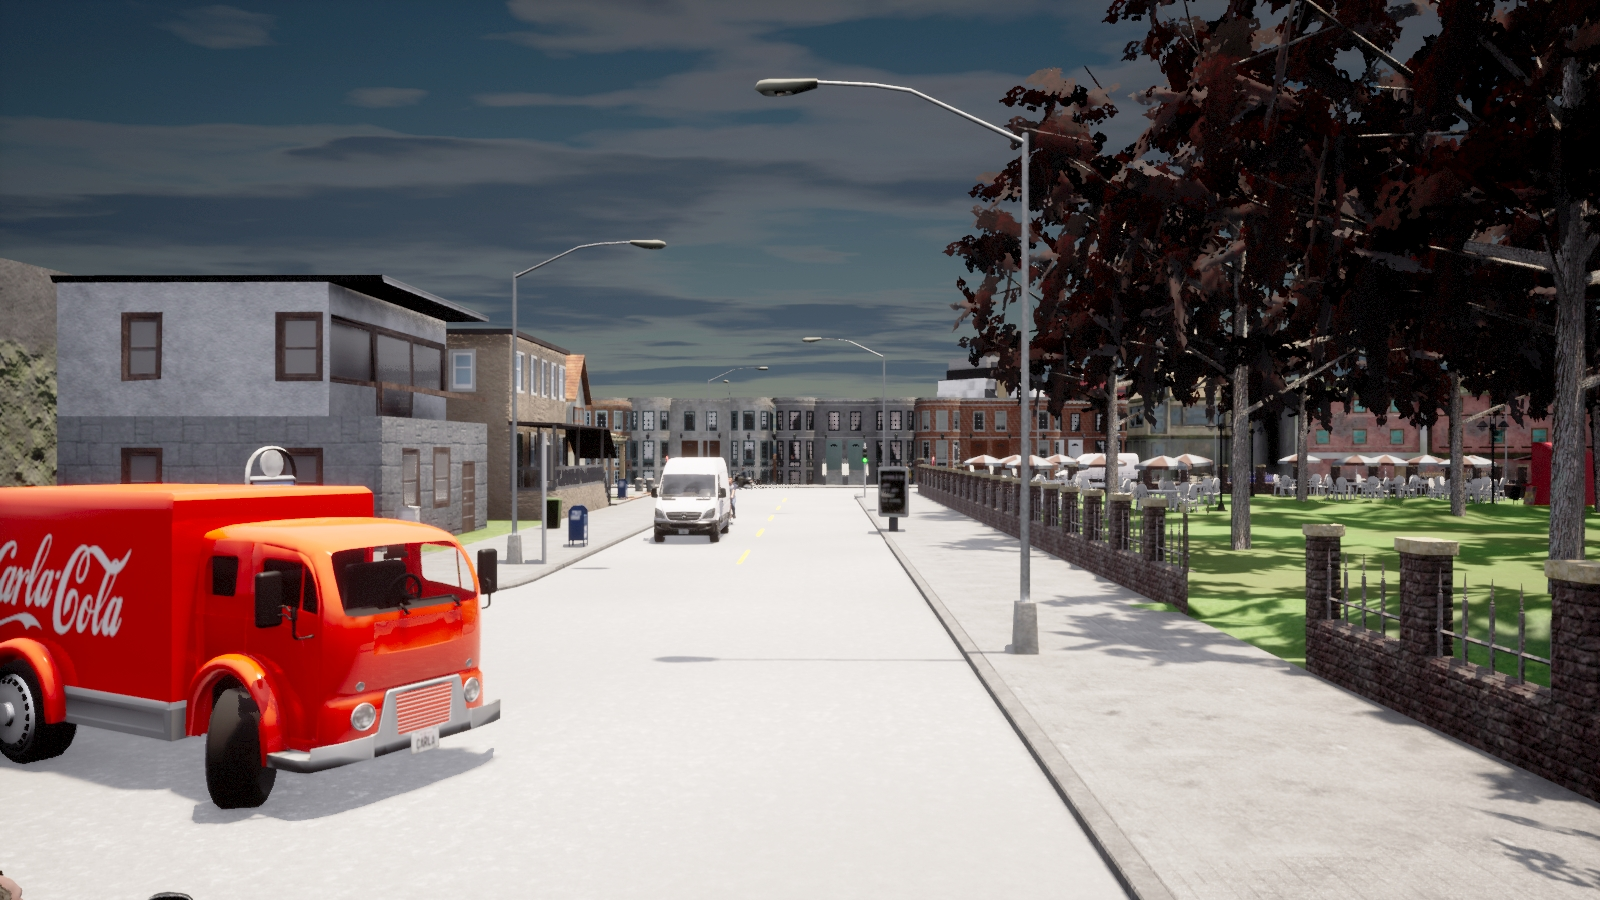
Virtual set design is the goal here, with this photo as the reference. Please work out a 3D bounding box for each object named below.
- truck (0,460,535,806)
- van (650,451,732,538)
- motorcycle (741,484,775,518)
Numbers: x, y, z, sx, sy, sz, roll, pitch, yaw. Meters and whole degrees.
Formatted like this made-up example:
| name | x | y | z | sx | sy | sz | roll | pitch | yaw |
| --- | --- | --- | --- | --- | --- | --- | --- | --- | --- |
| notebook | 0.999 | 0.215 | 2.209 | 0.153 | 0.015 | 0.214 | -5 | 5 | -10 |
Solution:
| name | x | y | z | sx | sy | sz | roll | pitch | yaw |
| --- | --- | --- | --- | --- | --- | --- | --- | --- | --- |
| truck | -5.374 | 1.347 | 10.692 | 5.204 | 2.467 | 2.627 | 0 | 0 | 29 |
| van | -3.393 | 1.314 | 36.728 | 1.988 | 2.561 | 5.915 | 0 | 0 | 1 |
| motorcycle | -1.677 | 1.985 | 45.065 | 0.867 | 1.251 | 2.209 | 0 | 0 | -15 |
